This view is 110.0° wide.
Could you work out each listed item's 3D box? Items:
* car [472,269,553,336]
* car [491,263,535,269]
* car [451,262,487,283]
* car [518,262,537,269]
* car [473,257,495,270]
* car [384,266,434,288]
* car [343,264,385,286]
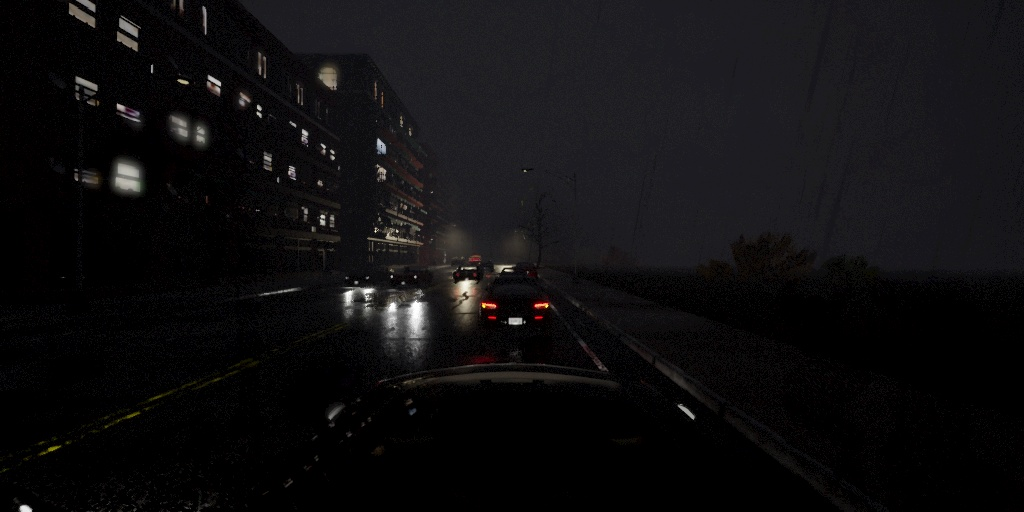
[{"bbox_3d":[0.073,1.277,10.250,1.812,1.442,4.674,0,0,0],"label":"car"},{"bbox_3d":[0.060,1.317,20.417,1.994,1.385,4.181,0,0,0],"label":"car"},{"bbox_3d":[-3.207,1.354,27.464,1.895,1.301,4.718,0,0,0],"label":"car"},{"bbox_3d":[1.075,1.231,29.945,1.882,1.535,5.008,0,0,0],"label":"car"},{"bbox_3d":[-3.242,1.242,44.452,2.128,1.511,4.902,0,0,0],"label":"car"},{"bbox_3d":[-6.648,1.354,24.122,1.895,1.301,4.718,0,0,0],"label":"car"},{"bbox_3d":[-9.901,1.301,25.451,2.033,1.411,5.357,0,0,0],"label":"car"}]
